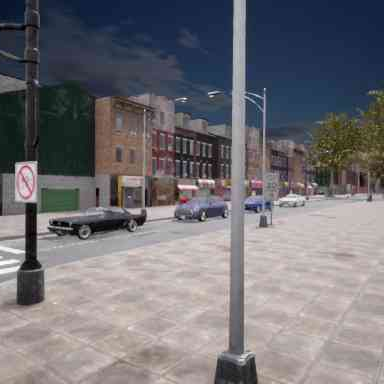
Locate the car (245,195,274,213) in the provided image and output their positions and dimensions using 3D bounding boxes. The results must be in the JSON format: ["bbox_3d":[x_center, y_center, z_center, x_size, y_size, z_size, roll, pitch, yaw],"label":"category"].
[{"bbox_3d":[5.992,1.049,30.906,1.882,1.535,5.008,1,1,35],"label":"car"}]

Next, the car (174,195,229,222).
[{"bbox_3d":[0.725,1.038,23.530,2.097,1.767,4.553,1,1,35],"label":"car"}]

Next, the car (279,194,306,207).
[{"bbox_3d":[11.822,0.979,39.040,1.812,1.442,4.674,1,1,36],"label":"car"}]

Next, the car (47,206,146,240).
[{"bbox_3d":[-4.487,1.408,16.229,1.895,1.301,4.718,1,1,35],"label":"car"}]
